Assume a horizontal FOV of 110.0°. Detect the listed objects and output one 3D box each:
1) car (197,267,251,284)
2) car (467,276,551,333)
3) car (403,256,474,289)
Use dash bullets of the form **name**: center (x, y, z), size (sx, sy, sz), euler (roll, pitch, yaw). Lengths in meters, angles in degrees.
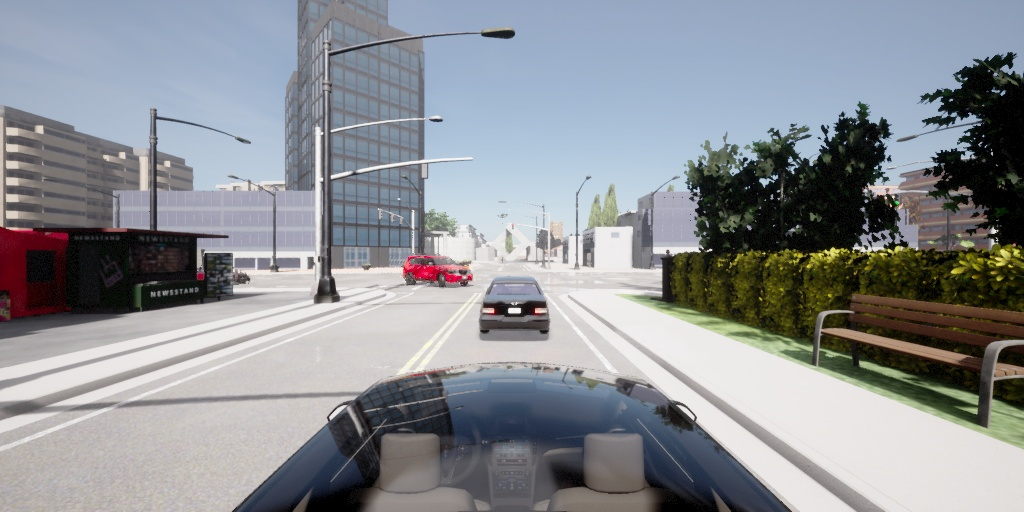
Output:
- **car**: center (-21.583, 1.477, 26.085), size (4.181, 1.385, 1.994), euler (-1, 0, -1)
- **car**: center (0.069, 1.297, 10.718), size (2.033, 1.411, 5.357), euler (0, 0, 0)
- **car**: center (-4.995, 0.994, 23.867), size (5.566, 2.045, 2.150), euler (0, -1, 40)
